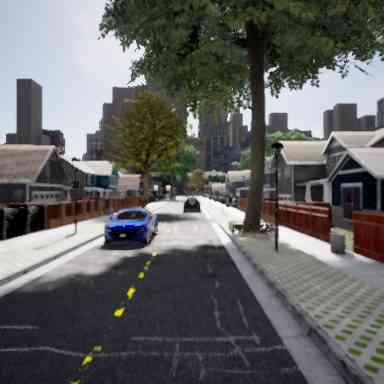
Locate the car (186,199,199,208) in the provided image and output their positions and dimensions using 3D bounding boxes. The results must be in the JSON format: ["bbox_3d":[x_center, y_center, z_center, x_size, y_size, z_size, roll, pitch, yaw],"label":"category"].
[{"bbox_3d":[0.020,1.729,51.151,1.895,1.301,4.718,0,0,0],"label":"car"}]

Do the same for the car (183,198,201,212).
[{"bbox_3d":[0.011,1.452,40.614,2.097,1.767,4.553,0,0,0],"label":"car"}]

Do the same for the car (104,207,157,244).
[{"bbox_3d":[-2.835,1.516,16.146,1.882,1.535,5.008,0,0,0],"label":"car"}]
